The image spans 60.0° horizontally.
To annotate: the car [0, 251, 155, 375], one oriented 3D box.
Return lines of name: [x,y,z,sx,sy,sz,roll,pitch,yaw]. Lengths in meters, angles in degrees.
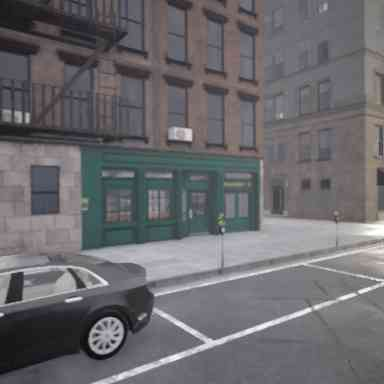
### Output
car: [-2.612,1.548,4.325,4.403,1.369,2.008,-1,0,-36]
